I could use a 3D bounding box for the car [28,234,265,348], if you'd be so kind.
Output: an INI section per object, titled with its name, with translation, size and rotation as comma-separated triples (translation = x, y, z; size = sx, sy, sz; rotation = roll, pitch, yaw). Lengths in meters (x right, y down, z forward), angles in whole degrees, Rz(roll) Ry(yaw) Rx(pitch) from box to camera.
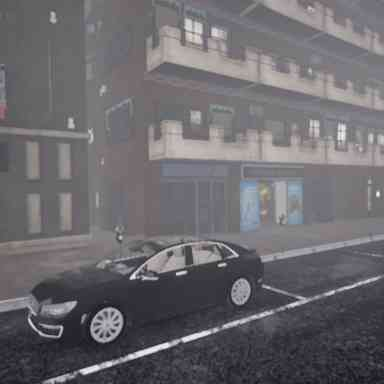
[car]
translation = -0.580, 1.517, 6.128
size = 4.403, 1.369, 2.008
rotation = -1, 0, -35
